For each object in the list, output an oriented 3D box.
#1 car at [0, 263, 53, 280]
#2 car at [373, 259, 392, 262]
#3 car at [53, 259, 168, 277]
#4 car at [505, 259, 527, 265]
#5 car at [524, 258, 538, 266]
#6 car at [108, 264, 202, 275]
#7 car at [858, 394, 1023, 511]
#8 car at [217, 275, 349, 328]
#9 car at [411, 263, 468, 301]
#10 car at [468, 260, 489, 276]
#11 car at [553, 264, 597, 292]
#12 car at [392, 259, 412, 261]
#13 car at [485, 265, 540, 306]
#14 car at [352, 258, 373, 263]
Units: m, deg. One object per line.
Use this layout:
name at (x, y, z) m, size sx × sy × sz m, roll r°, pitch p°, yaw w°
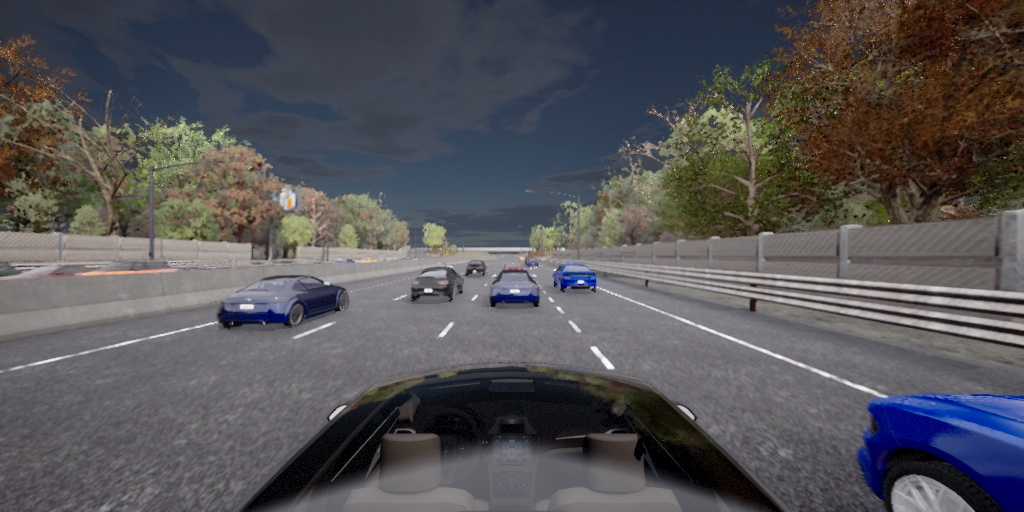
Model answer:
car at (-24.596, 1.222, 19.313) m, size 1.812 × 1.442 × 4.674 m, roll 0°, pitch 0°, yaw 0°
car at (-21.024, 1.186, 60.183) m, size 1.895 × 1.301 × 4.718 m, roll 0°, pitch 0°, yaw 1°
car at (-21.095, 1.047, 19.675) m, size 2.097 × 1.767 × 4.553 m, roll 0°, pitch 0°, yaw 0°
car at (0.110, 1.255, 33.749) m, size 1.895 × 1.301 × 4.718 m, roll 0°, pitch 0°, yaw 0°
car at (3.512, 1.107, 61.352) m, size 1.812 × 1.442 × 4.674 m, roll 0°, pitch 0°, yaw 0°
car at (-17.595, 1.262, 18.679) m, size 1.994 × 1.385 × 4.181 m, roll 0°, pitch 0°, yaw 0°
car at (3.514, 1.221, 0.560) m, size 1.882 × 1.535 × 5.008 m, roll 0°, pitch 0°, yaw 0°
car at (-6.895, 1.284, 11.326) m, size 1.994 × 1.385 × 4.181 m, roll 0°, pitch 0°, yaw 0°
car at (-3.395, 1.229, 16.837) m, size 1.812 × 1.442 × 4.674 m, roll 0°, pitch 0°, yaw 0°
car at (-3.391, 1.155, 35.122) m, size 1.837 × 1.490 × 4.892 m, roll 0°, pitch 0°, yaw 0°
car at (3.504, 1.169, 20.700) m, size 1.882 × 1.535 × 5.008 m, roll 0°, pitch 0°, yaw 0°
car at (-17.533, 1.134, 59.406) m, size 2.033 × 1.411 × 5.357 m, roll 0°, pitch 0°, yaw 1°
car at (0.106, 1.271, 15.364) m, size 1.994 × 1.385 × 4.181 m, roll 0°, pitch 0°, yaw 0°
car at (-24.515, 1.063, 60.497) m, size 1.882 × 1.535 × 5.008 m, roll 0°, pitch 0°, yaw 1°
